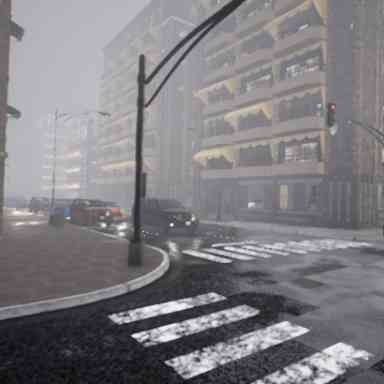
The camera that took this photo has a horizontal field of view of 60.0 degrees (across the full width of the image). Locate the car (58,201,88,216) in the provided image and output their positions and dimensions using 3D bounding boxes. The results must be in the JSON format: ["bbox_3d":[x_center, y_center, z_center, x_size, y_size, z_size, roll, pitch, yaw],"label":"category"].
[{"bbox_3d":[-13.114,1.788,36.455,1.994,1.385,4.181,2,-2,-35],"label":"car"}]

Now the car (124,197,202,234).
[{"bbox_3d":[-1.806,1.379,20.526,2.150,2.045,5.566,2,-2,-36],"label":"car"}]

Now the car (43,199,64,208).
[{"bbox_3d":[-23.328,1.956,55.887,2.033,1.411,5.357,2,-2,-35],"label":"car"}]

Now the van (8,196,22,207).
[{"bbox_3d":[-26.779,1.561,51.404,1.690,1.788,3.998,2,-1,-35],"label":"van"}]

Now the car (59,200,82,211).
[{"bbox_3d":[-17.402,1.893,47.552,1.812,1.442,4.674,2,-2,-35],"label":"car"}]

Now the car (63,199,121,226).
[{"bbox_3d":[-7.397,1.409,24.137,2.192,1.841,5.009,2,-1,-35],"label":"car"}]

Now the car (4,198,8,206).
[{"bbox_3d":[-30.033,1.682,55.930,1.967,1.590,4.097,2,-1,-35],"label":"car"}]

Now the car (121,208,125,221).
[{"bbox_3d":[-7.378,1.540,28.371,2.097,1.767,4.553,2,-2,-35],"label":"car"}]

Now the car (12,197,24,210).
[{"bbox_3d":[-23.554,1.748,46.855,2.008,1.369,4.403,2,-1,-35],"label":"car"}]

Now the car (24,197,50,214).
[{"bbox_3d":[-17.088,1.468,37.771,2.192,1.841,5.009,2,-1,-35],"label":"car"}]

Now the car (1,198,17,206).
[{"bbox_3d":[-33.308,1.809,60.441,1.887,1.381,4.507,2,-1,-35],"label":"car"}]

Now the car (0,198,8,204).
[{"bbox_3d":[-39.811,1.894,69.502,1.802,1.307,4.206,2,-1,-35],"label":"car"}]

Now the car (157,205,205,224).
[{"bbox_3d":[-1.082,1.884,28.836,1.752,1.417,4.829,2,-1,-35],"label":"car"}]

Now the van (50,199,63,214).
[{"bbox_3d":[-10.629,1.454,28.682,1.690,1.788,3.998,2,-1,-35],"label":"van"}]

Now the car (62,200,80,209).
[{"bbox_3d":[-20.366,2.067,55.963,1.802,1.307,4.206,2,-1,-35],"label":"car"}]
